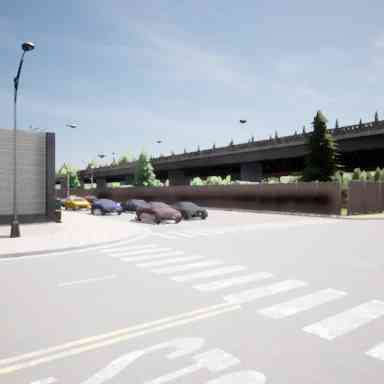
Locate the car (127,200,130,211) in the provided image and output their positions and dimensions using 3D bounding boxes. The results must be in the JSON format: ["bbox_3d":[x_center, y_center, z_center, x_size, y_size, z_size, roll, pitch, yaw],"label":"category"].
[{"bbox_3d":[-5.897,1.488,34.832,2.033,1.411,5.357,0,0,-35],"label":"car"}]

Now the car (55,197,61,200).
[{"bbox_3d":[-19.985,1.489,48.588,2.033,1.411,5.357,0,0,-35],"label":"car"}]

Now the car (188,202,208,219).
[{"bbox_3d":[-0.531,1.504,27.316,1.994,1.385,4.181,0,0,-36],"label":"car"}]

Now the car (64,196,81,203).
[{"bbox_3d":[-23.742,1.463,65.957,1.812,1.442,4.674,0,0,-36],"label":"car"}]

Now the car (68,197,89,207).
[{"bbox_3d":[-17.429,1.466,51.082,1.812,1.442,4.674,0,0,-35],"label":"car"}]

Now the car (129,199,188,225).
[{"bbox_3d":[-2.547,1.467,24.095,1.812,1.442,4.674,0,0,-35],"label":"car"}]

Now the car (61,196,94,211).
[{"bbox_3d":[-13.819,1.419,39.895,1.882,1.535,5.008,0,0,-35],"label":"car"}]

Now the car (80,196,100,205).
[{"bbox_3d":[-17.814,1.417,57.839,1.882,1.535,5.008,0,0,-36],"label":"car"}]

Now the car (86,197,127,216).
[{"bbox_3d":[-8.411,1.467,32.335,1.812,1.442,4.674,0,0,-36],"label":"car"}]
